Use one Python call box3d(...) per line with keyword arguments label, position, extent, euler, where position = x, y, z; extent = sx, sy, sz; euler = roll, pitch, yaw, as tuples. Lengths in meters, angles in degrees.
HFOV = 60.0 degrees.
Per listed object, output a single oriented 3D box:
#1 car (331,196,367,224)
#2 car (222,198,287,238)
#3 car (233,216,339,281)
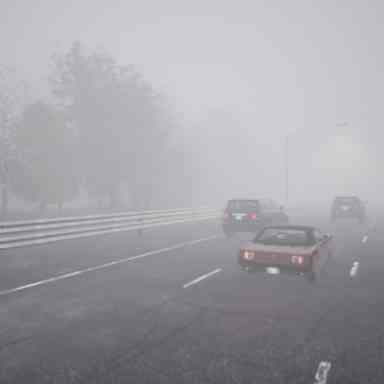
box3d(label="car", position=(12.374, 1.309, 26.138), extent=(2.150, 2.045, 5.566), euler=(-1, -1, 31))
box3d(label="car", position=(3.550, 1.321, 18.001), extent=(2.150, 2.045, 5.566), euler=(-1, 0, 30))
box3d(label="car", position=(3.094, 1.649, 10.127), extent=(1.895, 1.301, 4.718), euler=(-1, 0, 29))
